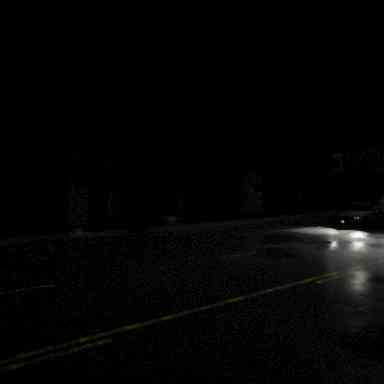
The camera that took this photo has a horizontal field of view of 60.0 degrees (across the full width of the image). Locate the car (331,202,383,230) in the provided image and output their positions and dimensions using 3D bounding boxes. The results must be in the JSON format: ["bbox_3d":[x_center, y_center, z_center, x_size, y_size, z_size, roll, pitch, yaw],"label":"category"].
[{"bbox_3d":[10.324,1.339,19.974,4.674,1.442,1.812,-1,1,-36],"label":"car"}]

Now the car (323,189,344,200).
[{"bbox_3d":[19.547,0.267,45.462,3.806,1.475,1.970,-3,2,-35],"label":"car"}]
